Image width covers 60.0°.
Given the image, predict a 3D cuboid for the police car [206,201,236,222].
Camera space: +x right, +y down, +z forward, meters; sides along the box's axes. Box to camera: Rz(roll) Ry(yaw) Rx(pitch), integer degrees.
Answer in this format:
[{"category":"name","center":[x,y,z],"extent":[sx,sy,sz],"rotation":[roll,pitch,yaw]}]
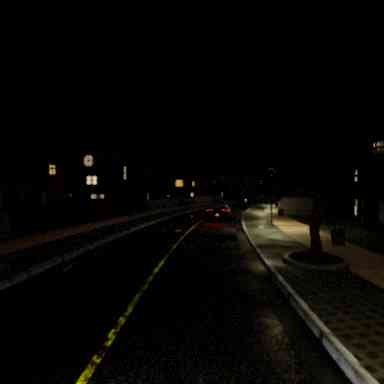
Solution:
[{"category":"police car","center":[2.354,1.629,28.113],"extent":[2.038,1.542,4.974],"rotation":[0,0,10]}]

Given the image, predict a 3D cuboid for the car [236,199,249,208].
[{"category":"car","center":[8.051,1.767,53.854],"extent":[2.033,1.411,5.357],"rotation":[1,0,16]}]
